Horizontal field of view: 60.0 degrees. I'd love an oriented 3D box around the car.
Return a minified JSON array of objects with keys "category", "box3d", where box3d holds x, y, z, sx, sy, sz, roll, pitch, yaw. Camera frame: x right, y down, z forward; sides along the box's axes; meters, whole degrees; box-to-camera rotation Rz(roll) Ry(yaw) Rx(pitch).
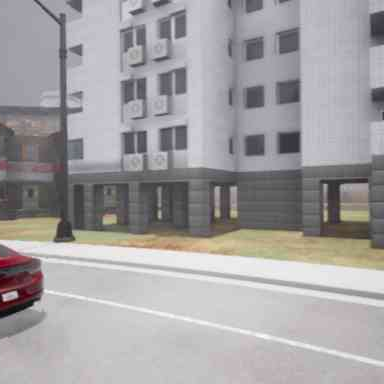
[{"category":"car","box3d":[-5.151,1.561,6.480,5.008,1.535,1.882,-1,-1,26]}]
